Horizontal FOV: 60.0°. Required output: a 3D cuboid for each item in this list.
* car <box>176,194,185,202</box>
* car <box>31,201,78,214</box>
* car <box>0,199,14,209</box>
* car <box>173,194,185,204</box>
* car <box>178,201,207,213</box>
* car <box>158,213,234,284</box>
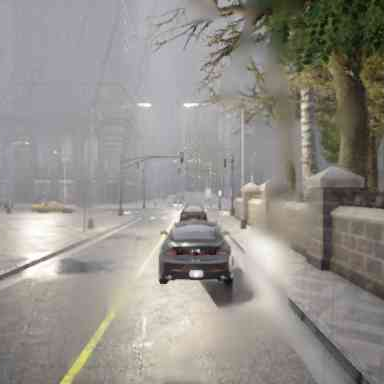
[{"bbox_3d":[-3.024,1.473,88.898,2.150,2.045,5.566,0,0,0],"label":"car"},{"bbox_3d":[-14.942,1.665,36.268,4.829,1.417,1.752,1,-1,0],"label":"car"},{"bbox_3d":[-26.313,1.645,44.859,4.313,1.339,1.947,1,-1,0],"label":"car"},{"bbox_3d":[-3.019,1.876,72.499,2.128,1.511,4.902,0,0,0],"label":"car"},{"bbox_3d":[0.094,1.654,23.939,1.882,1.535,5.008,0,0,0],"label":"car"},{"bbox_3d":[0.096,1.577,9.754,1.837,1.490,4.892,0,-1,0],"label":"car"}]
